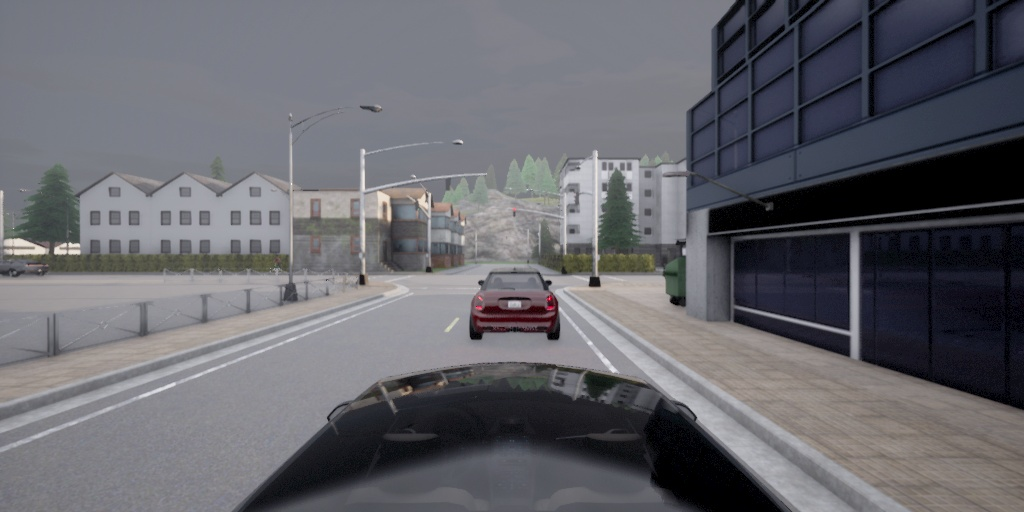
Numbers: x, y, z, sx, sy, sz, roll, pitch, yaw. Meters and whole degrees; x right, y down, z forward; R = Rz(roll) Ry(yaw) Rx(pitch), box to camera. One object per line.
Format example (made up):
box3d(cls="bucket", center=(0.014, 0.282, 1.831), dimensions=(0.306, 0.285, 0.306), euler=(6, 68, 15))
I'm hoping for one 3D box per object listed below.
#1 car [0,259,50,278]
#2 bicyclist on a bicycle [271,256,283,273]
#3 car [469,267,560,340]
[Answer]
box3d(cls="car", center=(-42.101, 1.013, 30.156), dimensions=(4.902, 1.511, 2.128), euler=(0, 0, 0))
box3d(cls="bicyclist on a bicycle", center=(-22.211, 0.815, 33.906), dimensions=(0.582, 1.620, 1.656), euler=(0, 0, 0))
box3d(cls="car", center=(0.085, 1.087, 10.064), dimensions=(2.097, 1.767, 4.553), euler=(0, 0, 1))
